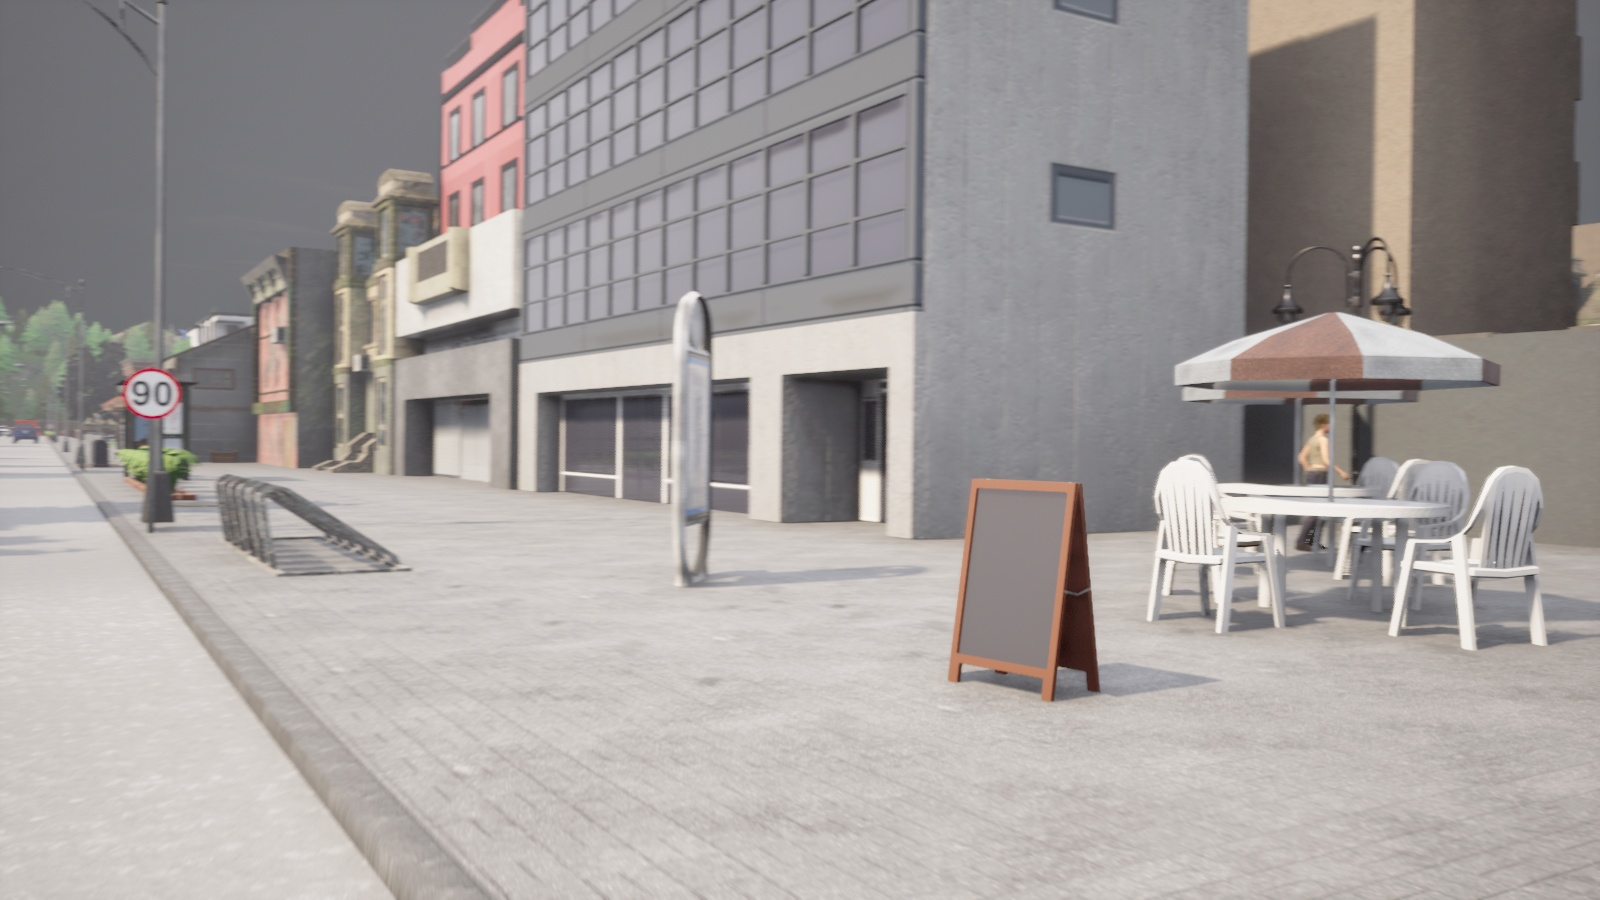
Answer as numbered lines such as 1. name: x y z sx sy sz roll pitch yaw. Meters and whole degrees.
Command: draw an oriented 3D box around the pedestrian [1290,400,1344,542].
1. pedestrian: 6.790 0.274 16.498 0.594 1.836 0.345 0 1 8
